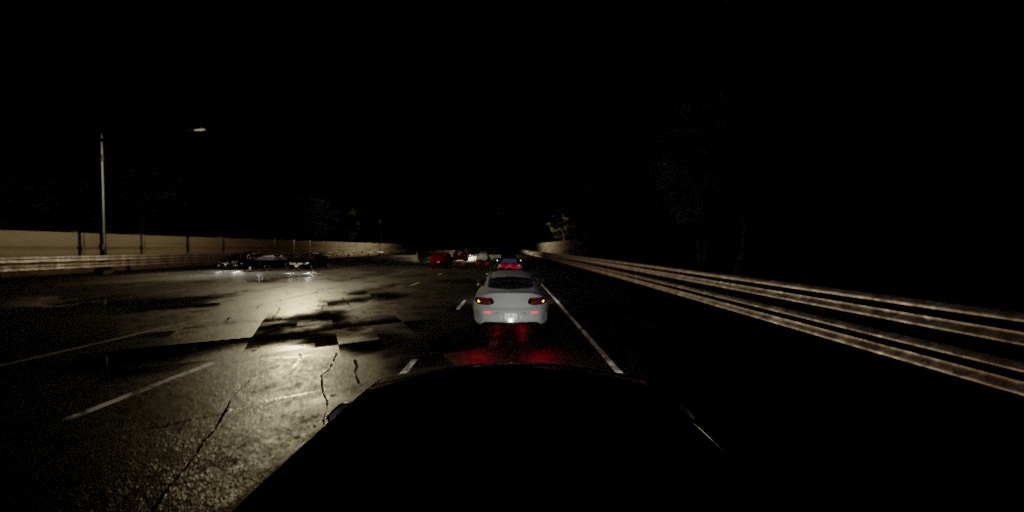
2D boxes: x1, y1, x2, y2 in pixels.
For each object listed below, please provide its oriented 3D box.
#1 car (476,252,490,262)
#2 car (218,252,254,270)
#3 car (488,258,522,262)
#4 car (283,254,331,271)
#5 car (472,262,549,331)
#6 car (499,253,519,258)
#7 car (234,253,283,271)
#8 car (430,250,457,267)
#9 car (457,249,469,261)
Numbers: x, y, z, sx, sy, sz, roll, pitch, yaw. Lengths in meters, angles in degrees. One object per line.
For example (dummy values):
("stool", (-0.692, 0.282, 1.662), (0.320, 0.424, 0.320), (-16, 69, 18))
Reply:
("car", (-4.209, 0.067, 53.030), (1.812, 1.442, 4.674), (0, 1, -1))
("car", (-24.909, 0.429, 33.459), (1.837, 1.490, 4.892), (1, 2, -2))
("car", (-0.105, 0.956, 18.115), (1.895, 1.301, 4.718), (0, 1, -1))
("car", (-17.870, 0.523, 31.949), (1.812, 1.442, 4.674), (0, 1, -1))
("car", (-0.034, 1.074, 10.029), (1.812, 1.442, 4.674), (0, 1, 0))
("car", (-0.214, 0.734, 26.123), (1.994, 1.385, 4.181), (0, 1, -1))
("car", (-21.358, 0.604, 31.372), (1.895, 1.301, 4.718), (0, 1, -1))
("car", (-7.342, 0.359, 37.931), (1.882, 1.535, 5.008), (0, 2, -1))
("car", (-7.740, -0.137, 54.014), (2.097, 1.767, 4.553), (0, 1, -1))
